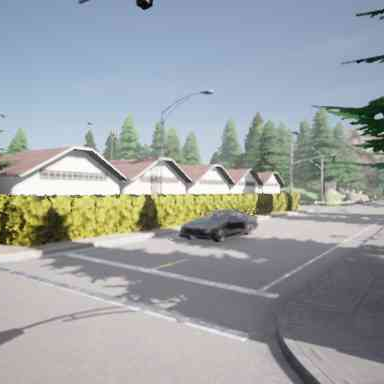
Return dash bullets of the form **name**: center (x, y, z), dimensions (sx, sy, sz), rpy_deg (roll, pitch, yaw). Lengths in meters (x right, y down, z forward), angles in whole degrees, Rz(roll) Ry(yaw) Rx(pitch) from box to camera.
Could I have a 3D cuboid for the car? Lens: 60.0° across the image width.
- **car**: center (1.578, 1.612, 16.912), dimensions (2.033, 1.411, 5.357), rpy_deg (1, 1, 36)
